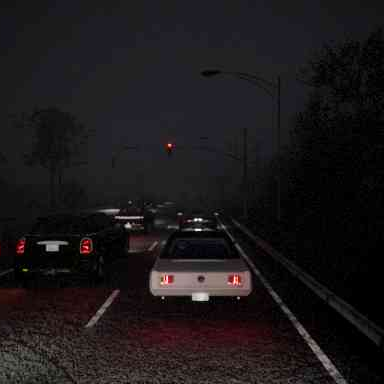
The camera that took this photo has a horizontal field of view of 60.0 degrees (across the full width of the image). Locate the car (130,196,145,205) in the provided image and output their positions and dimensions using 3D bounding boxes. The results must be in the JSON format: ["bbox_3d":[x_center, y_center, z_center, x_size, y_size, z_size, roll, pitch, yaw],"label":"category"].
[{"bbox_3d":[-9.476,1.526,58.002,1.812,1.442,4.674,0,0,1],"label":"car"}]

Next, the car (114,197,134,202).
[{"bbox_3d":[-9.736,1.492,47.010,2.128,1.511,4.902,0,0,2],"label":"car"}]

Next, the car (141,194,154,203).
[{"bbox_3d":[-9.145,1.320,69.076,1.882,1.535,5.008,0,1,1],"label":"car"}]

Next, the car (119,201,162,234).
[{"bbox_3d":[-3.187,1.492,19.053,2.128,1.511,4.902,0,0,0],"label":"car"}]

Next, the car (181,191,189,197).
[{"bbox_3d":[-1.751,0.410,86.449,1.895,1.301,4.718,0,3,1],"label":"car"}]

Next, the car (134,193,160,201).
[{"bbox_3d":[-6.244,1.221,47.087,2.150,2.045,5.566,0,0,1],"label":"car"}]

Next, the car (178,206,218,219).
[{"bbox_3d":[0.319,1.505,17.464,1.837,1.490,4.892,0,0,1],"label":"car"}]

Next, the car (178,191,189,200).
[{"bbox_3d":[-1.987,0.738,76.015,2.150,2.045,5.566,0,3,1],"label":"car"}]

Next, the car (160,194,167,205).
[{"bbox_3d":[-5.982,1.478,57.831,1.882,1.535,5.008,0,0,2],"label":"car"}]

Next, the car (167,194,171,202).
[{"bbox_3d":[-5.640,1.190,69.304,2.097,1.767,4.553,0,1,1],"label":"car"}]

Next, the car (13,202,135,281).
[{"bbox_3d":[-3.295,1.352,10.042,2.097,1.767,4.553,0,0,1],"label":"car"}]

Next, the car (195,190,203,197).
[{"bbox_3d":[1.747,0.369,86.338,1.994,1.385,4.181,0,3,1],"label":"car"}]

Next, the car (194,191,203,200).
[{"bbox_3d":[1.512,1.039,75.921,2.128,1.511,4.902,0,3,1],"label":"car"}]

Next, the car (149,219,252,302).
[{"bbox_3d":[0.178,1.601,8.211,1.895,1.301,4.718,0,0,0],"label":"car"}]
